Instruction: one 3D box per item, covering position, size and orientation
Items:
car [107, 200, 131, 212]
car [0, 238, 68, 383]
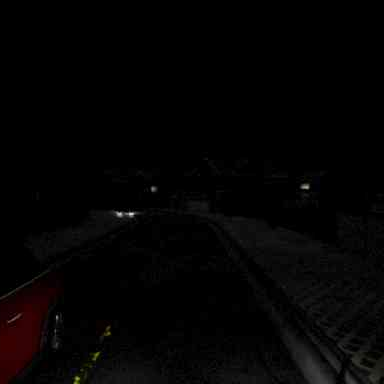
[{"bbox_3d":[-9.929,1.882,45.247,1.882,1.535,5.008,0,-1,-34],"label":"car"},{"bbox_3d":[-2.857,1.379,2.961,2.097,1.767,4.553,0,-1,0],"label":"car"}]
